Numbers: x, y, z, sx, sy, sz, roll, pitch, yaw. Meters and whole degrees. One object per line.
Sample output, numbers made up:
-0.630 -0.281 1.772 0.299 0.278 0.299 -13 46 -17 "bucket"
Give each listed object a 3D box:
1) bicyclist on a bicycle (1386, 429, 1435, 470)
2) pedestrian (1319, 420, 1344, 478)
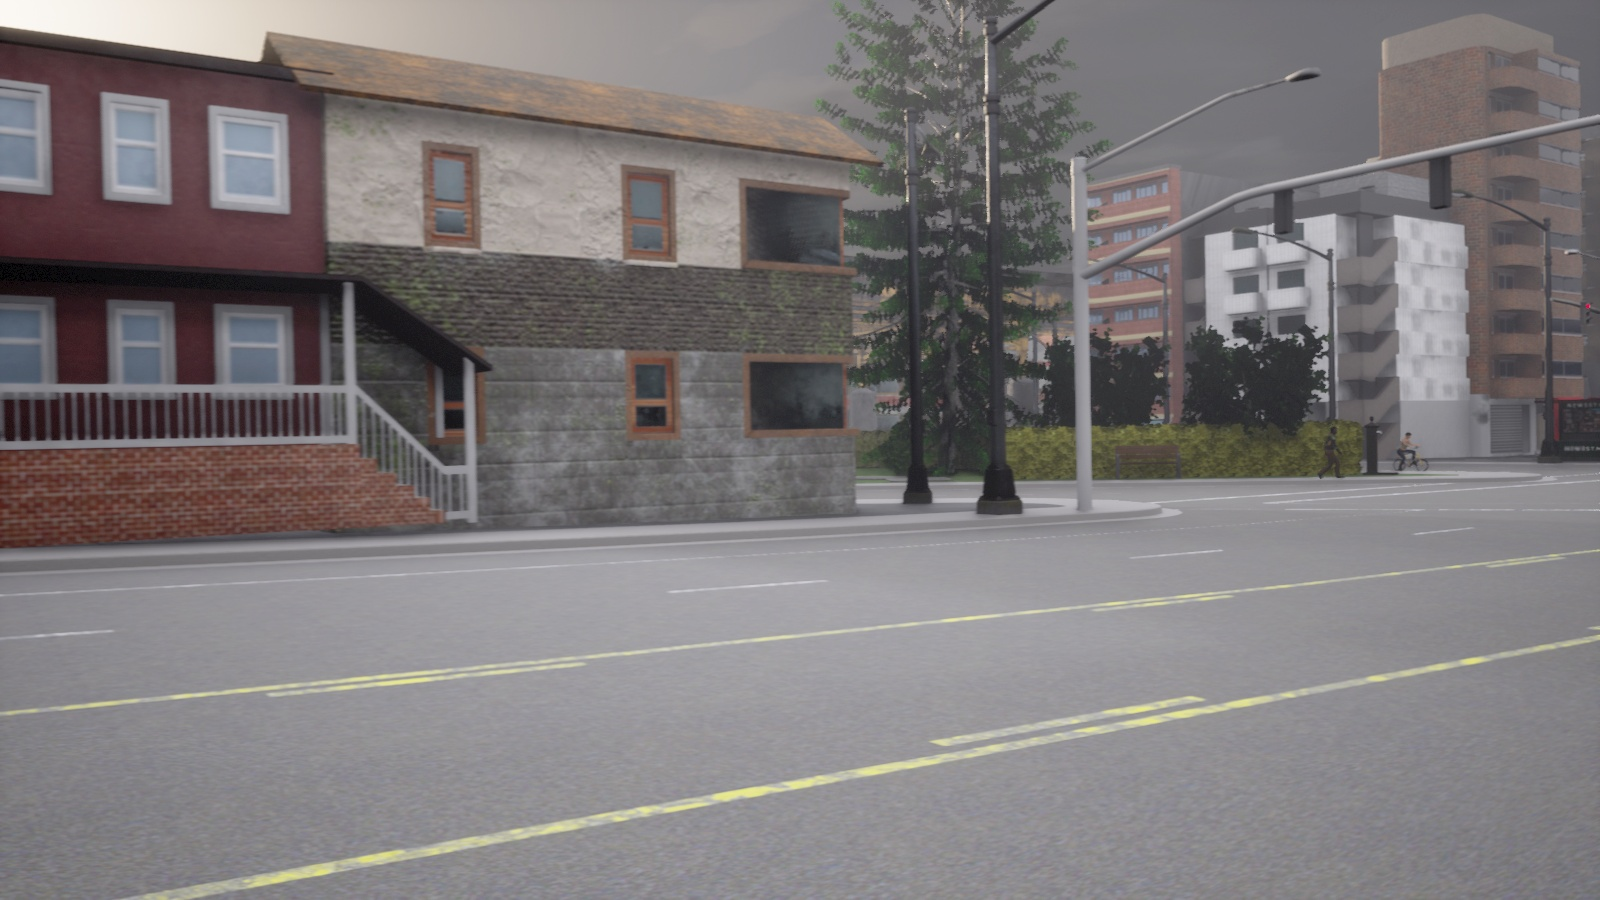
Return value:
24.582 -0.028 50.607 0.866 1.612 1.509 -2 1 -34 "bicyclist on a bicycle"
17.784 -0.031 42.032 0.692 1.930 0.395 -1 1 13 "pedestrian"
